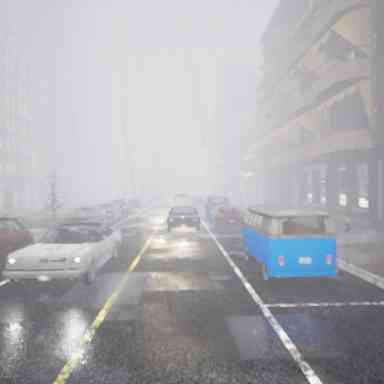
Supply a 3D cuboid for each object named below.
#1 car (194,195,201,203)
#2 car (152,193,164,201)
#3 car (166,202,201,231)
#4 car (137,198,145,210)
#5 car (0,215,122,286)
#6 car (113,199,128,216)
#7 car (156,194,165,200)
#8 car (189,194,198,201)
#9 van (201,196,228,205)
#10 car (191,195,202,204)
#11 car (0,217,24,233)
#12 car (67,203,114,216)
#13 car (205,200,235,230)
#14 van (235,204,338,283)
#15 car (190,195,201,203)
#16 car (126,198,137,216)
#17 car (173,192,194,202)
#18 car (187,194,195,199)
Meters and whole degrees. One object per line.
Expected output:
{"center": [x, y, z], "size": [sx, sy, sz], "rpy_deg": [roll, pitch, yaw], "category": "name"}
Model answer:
{"center": [0.996, 1.359, 53.369], "size": [1.947, 1.339, 4.313], "rpy_deg": [-1, 0, -2], "category": "car"}
{"center": [-8.104, 1.404, 75.175], "size": [1.947, 1.339, 4.313], "rpy_deg": [-1, 0, -2], "category": "car"}
{"center": [-0.512, 1.527, 20.072], "size": [1.895, 1.301, 4.718], "rpy_deg": [-1, 0, -2], "category": "car"}
{"center": [-7.018, 1.489, 42.055], "size": [1.947, 1.339, 4.313], "rpy_deg": [-1, 0, -2], "category": "car"}
{"center": [-3.354, 1.600, 9.570], "size": [1.895, 1.301, 4.718], "rpy_deg": [-1, 0, -2], "category": "car"}
{"center": [-6.475, 1.527, 25.495], "size": [2.008, 1.369, 4.403], "rpy_deg": [-1, 0, -2], "category": "car"}
{"center": [-8.647, 1.369, 91.734], "size": [1.947, 1.339, 4.313], "rpy_deg": [-1, 0, -2], "category": "car"}
{"center": [0.271, 1.284, 75.448], "size": [1.887, 1.381, 4.507], "rpy_deg": [-1, 0, -2], "category": "car"}
{"center": [1.898, 1.218, 25.767], "size": [1.690, 1.788, 3.998], "rpy_deg": [-1, 0, -2], "category": "van"}
{"center": [0.809, 1.303, 59.057], "size": [1.752, 1.417, 4.829], "rpy_deg": [-1, 0, -2], "category": "car"}
{"center": [-5.934, 1.472, 8.936], "size": [1.967, 1.590, 4.097], "rpy_deg": [-1, 0, -2], "category": "car"}
{"center": [-6.294, 1.545, 19.974], "size": [2.008, 1.369, 4.403], "rpy_deg": [-1, 0, -2], "category": "car"}
{"center": [2.082, 1.440, 20.249], "size": [1.887, 1.381, 4.507], "rpy_deg": [-1, 0, -2], "category": "car"}
{"center": [2.441, 1.274, 9.209], "size": [1.690, 1.788, 3.998], "rpy_deg": [-1, 0, -2], "category": "van"}
{"center": [0.627, 1.290, 64.578], "size": [1.752, 1.417, 4.829], "rpy_deg": [-1, 0, -2], "category": "car"}
{"center": [-6.658, 1.398, 31.015], "size": [1.967, 1.590, 4.097], "rpy_deg": [-1, 0, -2], "category": "car"}
{"center": [-1.210, 1.077, 41.599], "size": [2.150, 2.045, 5.566], "rpy_deg": [-1, 0, -2], "category": "car"}
{"center": [-0.273, 1.250, 92.007], "size": [1.887, 1.381, 4.507], "rpy_deg": [-1, 0, -2], "category": "car"}
